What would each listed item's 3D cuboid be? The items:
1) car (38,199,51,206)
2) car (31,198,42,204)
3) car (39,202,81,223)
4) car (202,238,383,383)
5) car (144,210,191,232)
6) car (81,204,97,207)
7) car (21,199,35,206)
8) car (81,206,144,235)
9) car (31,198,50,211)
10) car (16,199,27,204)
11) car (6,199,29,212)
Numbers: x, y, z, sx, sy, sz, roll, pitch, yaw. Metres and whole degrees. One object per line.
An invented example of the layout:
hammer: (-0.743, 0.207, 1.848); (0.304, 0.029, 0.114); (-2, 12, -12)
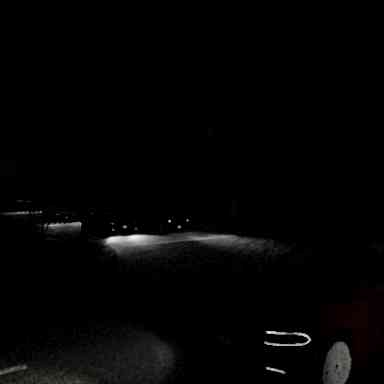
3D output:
car: (-34.220, 2.365, 77.244); (1.837, 1.490, 4.892); (1, -1, -35)
car: (-40.054, 2.384, 85.665); (1.812, 1.442, 4.674); (1, -1, -34)
car: (-11.812, 1.866, 29.524); (1.812, 1.442, 4.674); (1, -1, -37)
car: (2.462, 1.569, 5.417); (5.008, 1.535, 1.882); (1, -1, -34)
car: (-2.179, 1.904, 22.641); (1.895, 1.301, 4.718); (1, -1, -40)
car: (-10.281, 1.950, 33.287); (2.033, 1.411, 5.357); (1, -1, -37)
car: (-37.059, 2.345, 75.197); (2.128, 1.511, 4.902); (1, -1, -35)
car: (-5.027, 1.821, 20.604); (1.994, 1.385, 4.181); (1, -1, -37)
car: (-22.847, 2.086, 49.974); (1.812, 1.442, 4.674); (1, -1, -37)
car: (-42.977, 2.429, 83.738); (1.895, 1.301, 4.718); (1, -1, -34)
car: (-24.632, 2.047, 46.512); (2.033, 1.411, 5.357); (1, -1, -37)
